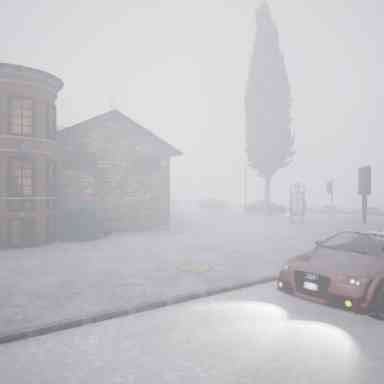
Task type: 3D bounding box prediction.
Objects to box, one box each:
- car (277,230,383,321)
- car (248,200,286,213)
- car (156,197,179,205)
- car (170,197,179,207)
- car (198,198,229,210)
[{"bbox_3d":[3.824,1.564,7.336,4.181,1.385,1.994,0,0,-36],"label":"car"},{"bbox_3d":[7.851,1.564,35.343,1.994,1.385,4.181,0,0,-36],"label":"car"},{"bbox_3d":[-4.398,1.601,59.705,1.895,1.301,4.718,0,0,-35],"label":"car"},{"bbox_3d":[-3.826,1.526,51.728,1.812,1.442,4.674,0,0,-35],"label":"car"},{"bbox_3d":[2.718,1.492,42.532,2.128,1.511,4.902,0,0,-35],"label":"car"}]
